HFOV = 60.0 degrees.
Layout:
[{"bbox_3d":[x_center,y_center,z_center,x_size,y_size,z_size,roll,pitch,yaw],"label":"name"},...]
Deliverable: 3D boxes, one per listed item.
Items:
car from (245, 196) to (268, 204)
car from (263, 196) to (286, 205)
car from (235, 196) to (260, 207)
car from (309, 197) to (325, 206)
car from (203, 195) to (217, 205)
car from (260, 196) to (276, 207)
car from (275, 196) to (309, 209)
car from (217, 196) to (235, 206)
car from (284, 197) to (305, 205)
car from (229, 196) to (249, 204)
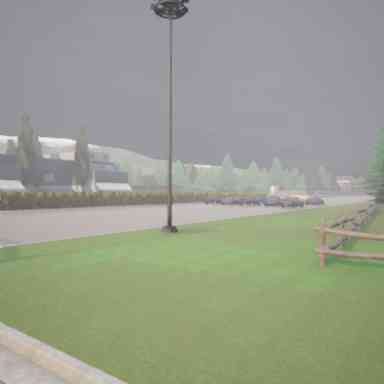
[{"bbox_3d":[11.717,1.408,60.209,2.033,1.411,5.357,0,0,36],"label":"car"},{"bbox_3d":[14.534,1.428,58.133,2.033,1.411,5.357,0,0,36],"label":"car"},{"bbox_3d":[8.870,1.384,50.353,1.837,1.490,4.892,0,0,37],"label":"car"},{"bbox_3d":[19.676,1.467,53.310,2.033,1.411,5.357,0,0,36],"label":"car"},{"bbox_3d":[3.792,1.346,55.251,1.837,1.490,4.892,0,0,37],"label":"car"},{"bbox_3d":[12.203,1.463,48.966,1.994,1.385,4.181,0,0,37],"label":"car"},{"bbox_3d":[13.544,1.410,44.911,2.128,1.511,4.902,0,0,37],"label":"car"},{"bbox_3d":[6.287,1.424,52.738,1.994,1.385,4.181,0,0,37],"label":"car"},{"bbox_3d":[17.370,1.501,56.081,1.895,1.301,4.718,0,0,36],"label":"car"},{"bbox_3d":[8.899,1.405,62.285,1.994,1.385,4.181,0,0,36],"label":"car"}]
